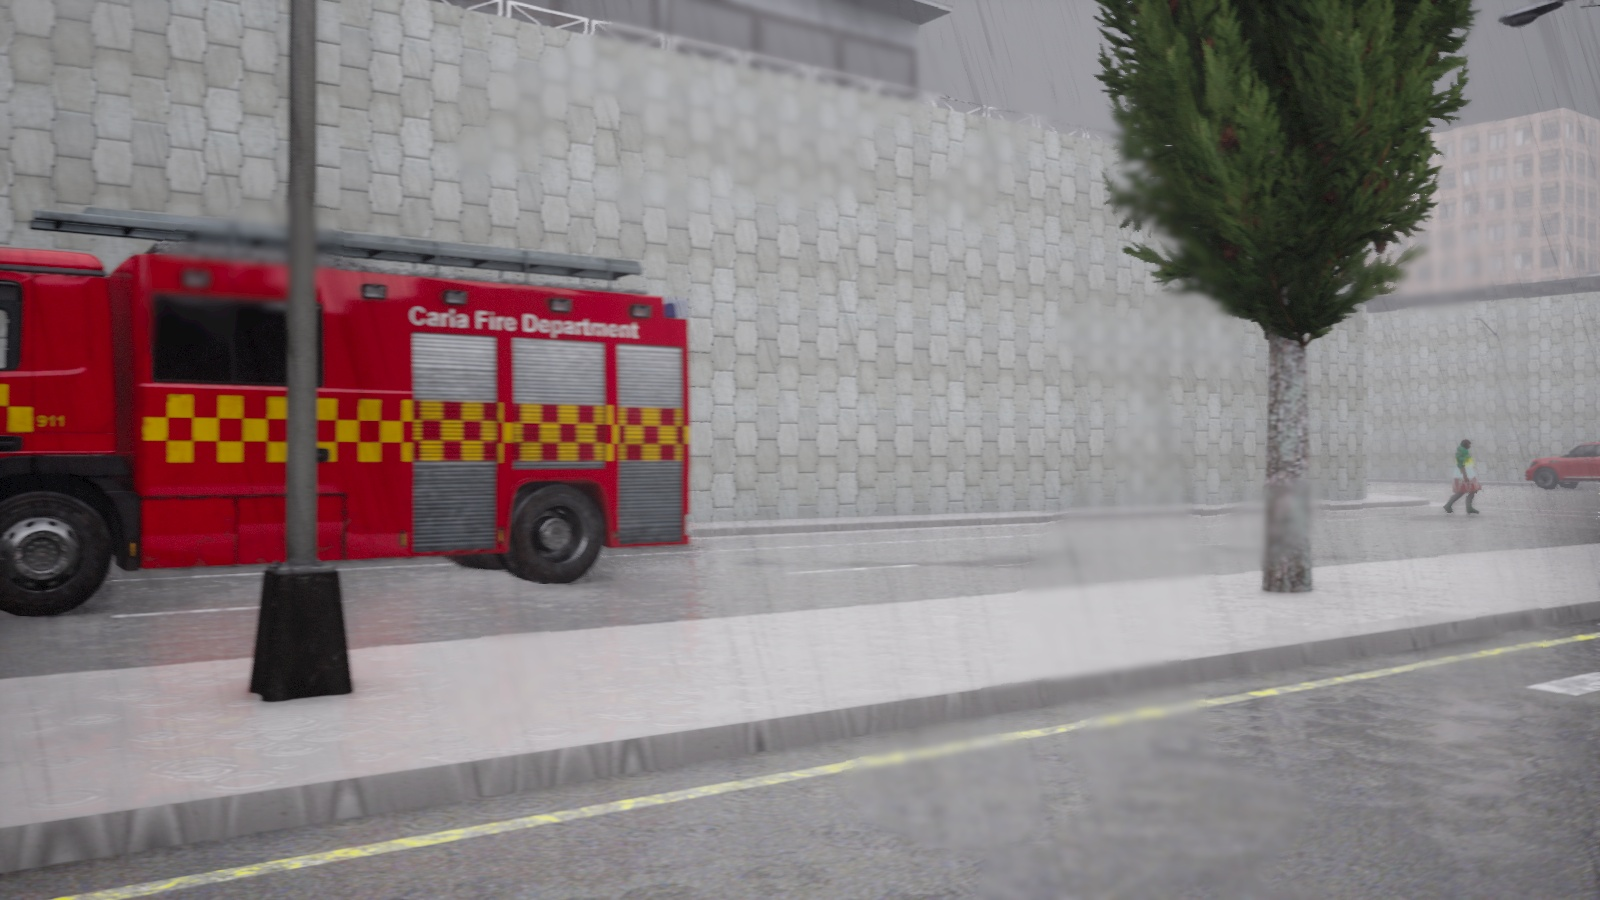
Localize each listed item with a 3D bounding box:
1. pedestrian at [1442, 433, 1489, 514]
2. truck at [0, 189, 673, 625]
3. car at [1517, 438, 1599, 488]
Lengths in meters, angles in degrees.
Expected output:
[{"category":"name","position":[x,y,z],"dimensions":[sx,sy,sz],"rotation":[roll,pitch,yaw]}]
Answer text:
[{"category":"pedestrian","position":[16.347,0.562,30.853],"dimensions":[0.873,1.952,0.659],"rotation":[0,0,43]},{"category":"truck","position":[-5.811,-0.374,13.624],"dimensions":[8.468,3.827,2.891],"rotation":[0,0,-35]},{"category":"car","position":[33.406,0.520,52.480],"dimensions":[2.150,2.045,5.566],"rotation":[0,0,-34]}]
